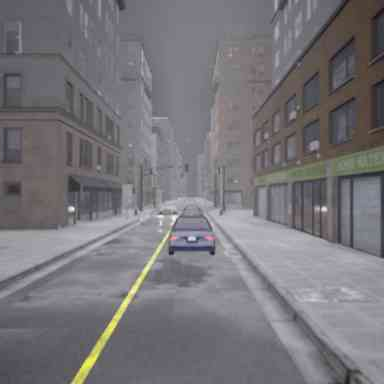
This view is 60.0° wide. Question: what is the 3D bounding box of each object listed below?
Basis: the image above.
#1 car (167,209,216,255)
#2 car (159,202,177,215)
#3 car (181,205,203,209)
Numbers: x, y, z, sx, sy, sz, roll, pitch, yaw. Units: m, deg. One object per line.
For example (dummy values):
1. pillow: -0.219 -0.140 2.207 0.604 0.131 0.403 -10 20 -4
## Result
1. car: -0.002 1.681 13.987 2.033 1.411 5.357 0 -1 0
2. car: -2.763 1.904 39.355 1.812 1.442 4.674 0 -1 0
3. car: -0.002 1.845 29.308 1.994 1.385 4.181 0 0 0
